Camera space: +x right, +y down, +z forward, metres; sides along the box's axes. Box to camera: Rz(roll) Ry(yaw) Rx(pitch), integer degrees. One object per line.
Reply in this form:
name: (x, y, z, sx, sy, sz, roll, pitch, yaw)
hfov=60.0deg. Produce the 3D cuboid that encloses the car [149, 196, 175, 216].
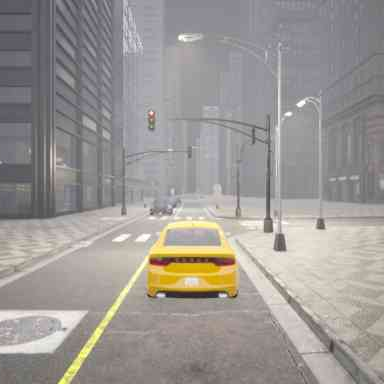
car: (-2.957, 1.353, 32.376, 2.097, 1.767, 4.553, 0, 0, -3)

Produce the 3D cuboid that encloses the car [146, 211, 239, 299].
car: (0.028, 1.477, 8.538, 1.882, 1.535, 5.008, 0, 0, 1)

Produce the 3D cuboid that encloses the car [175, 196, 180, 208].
car: (-3.106, 1.483, 47.507, 1.882, 1.535, 5.008, 0, 1, 0)
